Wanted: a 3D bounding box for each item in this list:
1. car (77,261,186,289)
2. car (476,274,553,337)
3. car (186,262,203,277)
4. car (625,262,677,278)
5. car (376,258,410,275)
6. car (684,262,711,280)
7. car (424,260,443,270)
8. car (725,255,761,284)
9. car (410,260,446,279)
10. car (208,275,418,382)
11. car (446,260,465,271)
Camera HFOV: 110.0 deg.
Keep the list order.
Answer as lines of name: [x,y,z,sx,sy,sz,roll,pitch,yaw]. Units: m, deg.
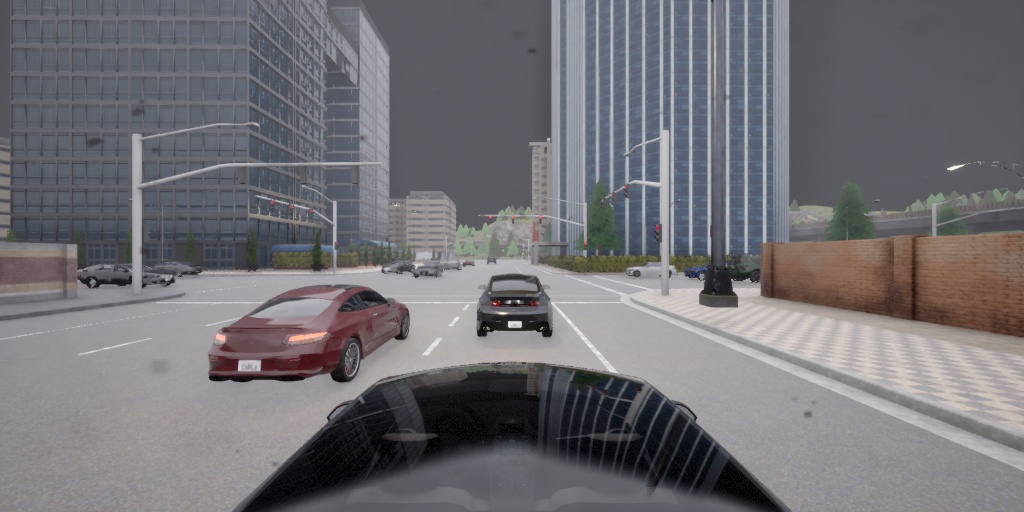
car: [-24.228,1.241,22.716,4.902,1.511,2.128,0,0,0]
car: [0.065,1.255,10.275,1.837,1.490,4.892,0,0,0]
car: [-31.689,1.241,33.359,4.902,1.511,2.128,0,0,0]
car: [13.030,1.276,33.763,4.674,1.442,1.812,0,0,1]
car: [-12.133,1.242,38.685,2.128,1.511,4.902,0,0,13]
car: [17.212,1.228,30.319,5.008,1.535,1.882,0,0,0]
car: [-11.451,1.314,52.760,1.994,1.385,4.181,0,0,-1]
car: [19.030,0.971,26.632,5.566,2.045,2.150,0,0,-1]
car: [-7.554,1.314,32.608,1.994,1.385,4.181,0,0,-1]
car: [-3.437,1.276,7.010,1.812,1.442,4.674,0,0,0]
car: [-7.877,1.275,47.966,1.812,1.442,4.674,0,0,-1]
